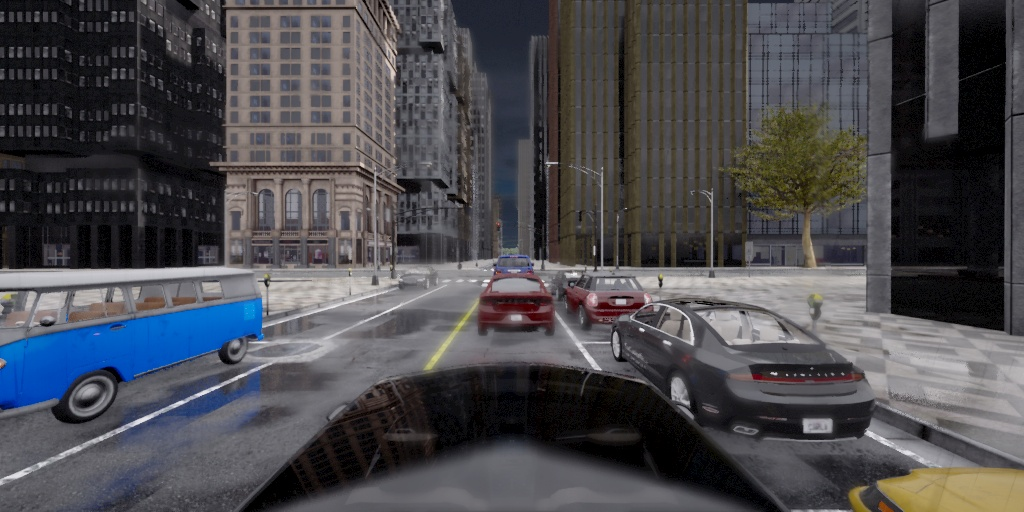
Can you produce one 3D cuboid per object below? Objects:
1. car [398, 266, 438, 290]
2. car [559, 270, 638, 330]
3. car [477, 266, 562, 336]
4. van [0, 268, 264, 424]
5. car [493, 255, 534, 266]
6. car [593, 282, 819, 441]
[{"bbox_3d":[-5.734,1.296,22.354,2.007,1.370,4.403,0,0,0],"label":"car"},{"bbox_3d":[2.777,1.188,11.062,1.967,1.591,4.097,0,0,0],"label":"car"},{"bbox_3d":[0.106,1.226,10.447,1.882,1.535,5.008,0,0,0],"label":"car"},{"bbox_3d":[-5.756,1.090,5.431,1.690,1.789,3.998,0,0,0],"label":"van"},{"bbox_3d":[0.102,0.967,20.331,2.150,2.045,5.566,0,0,0],"label":"car"},{"bbox_3d":[2.769,1.300,5.421,2.007,1.370,4.403,0,0,0],"label":"car"}]
